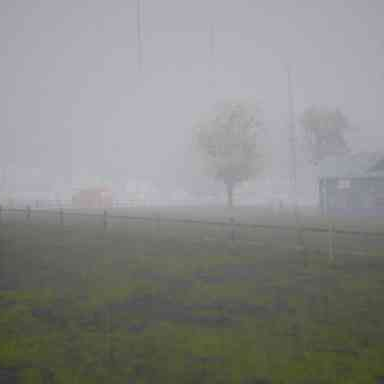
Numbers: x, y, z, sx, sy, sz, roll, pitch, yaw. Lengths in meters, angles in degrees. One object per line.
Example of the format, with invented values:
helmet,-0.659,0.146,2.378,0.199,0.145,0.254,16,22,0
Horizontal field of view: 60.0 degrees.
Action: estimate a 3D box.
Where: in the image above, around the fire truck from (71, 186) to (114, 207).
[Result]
fire truck,-19.420,0.890,65.505,2.891,3.827,8.468,-1,-2,36
